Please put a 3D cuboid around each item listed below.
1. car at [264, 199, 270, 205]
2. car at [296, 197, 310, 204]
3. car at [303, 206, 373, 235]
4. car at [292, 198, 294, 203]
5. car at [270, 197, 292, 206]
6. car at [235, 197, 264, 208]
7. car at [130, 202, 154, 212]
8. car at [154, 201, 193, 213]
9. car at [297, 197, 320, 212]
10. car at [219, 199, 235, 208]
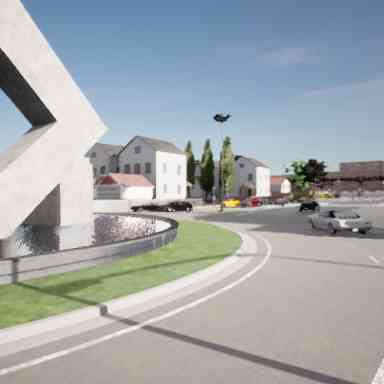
[{"bbox_3d":[15.058,2.062,69.406,1.994,1.385,4.181,-1,-1,35],"label":"car"},{"bbox_3d":[26.986,2.008,80.458,1.882,1.535,5.008,-1,-1,35],"label":"car"},{"bbox_3d":[8.560,1.723,19.795,1.895,1.301,4.718,0,0,-2],"label":"car"},{"bbox_3d":[23.515,2.060,81.593,1.837,1.490,4.892,-1,-1,35],"label":"car"},{"bbox_3d":[18.218,2.001,67.821,1.812,1.442,4.674,-1,-1,35],"label":"car"},{"bbox_3d":[9.701,1.775,55.740,2.097,1.767,4.553,-1,-1,36],"label":"car"},{"bbox_3d":[-5.848,2.022,44.615,4.718,1.301,1.895,0,-1,-37],"label":"car"},{"bbox_3d":[-2.074,1.892,43.201,4.892,1.490,1.837,0,-1,-39],"label":"car"},{"bbox_3d":[15.066,1.782,42.379,1.837,1.490,4.892,-1,-1,31],"label":"car"},{"bbox_3d":[6.521,1.934,57.296,1.882,1.535,5.008,-1,-1,36],"label":"car"}]
